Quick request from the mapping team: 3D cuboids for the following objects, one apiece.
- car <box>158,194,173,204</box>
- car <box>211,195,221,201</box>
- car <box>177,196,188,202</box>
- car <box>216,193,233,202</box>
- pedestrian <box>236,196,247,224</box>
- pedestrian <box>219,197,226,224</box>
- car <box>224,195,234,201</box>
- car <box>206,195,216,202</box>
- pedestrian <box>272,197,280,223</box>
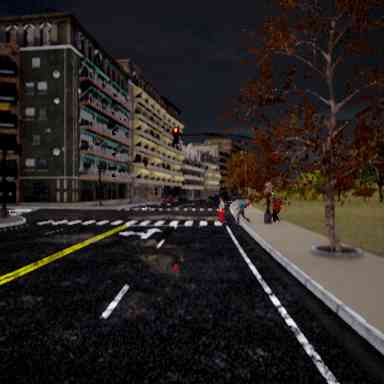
[{"bbox_3d":[-4.939,1.322,62.692,2.097,1.767,4.553,0,0,9],"label":"car"},{"bbox_3d":[6.545,1.482,88.990,1.882,1.535,5.008,0,0,13],"label":"car"},{"bbox_3d":[-2.195,1.599,78.641,1.895,1.301,4.718,0,0,10],"label":"car"},{"bbox_3d":[7.661,1.240,78.298,2.150,2.045,5.566,0,0,11],"label":"car"},{"bbox_3d":[3.119,1.109,21.001,0.375,1.860,0.375,0,0,3],"label":"pedestrian"},{"bbox_3d":[2.009,1.237,22.263,0.375,1.860,0.375,0,0,3],"label":"pedestrian"},{"bbox_3d":[9.814,1.537,88.710,2.128,1.511,4.902,0,0,13],"label":"car"},{"bbox_3d":[4.455,1.538,78.841,2.128,1.511,4.902,0,0,11],"label":"car"},{"bbox_3d":[5.376,1.084,21.482,0.375,1.860,0.375,0,0,3],"label":"pedestrian"}]
